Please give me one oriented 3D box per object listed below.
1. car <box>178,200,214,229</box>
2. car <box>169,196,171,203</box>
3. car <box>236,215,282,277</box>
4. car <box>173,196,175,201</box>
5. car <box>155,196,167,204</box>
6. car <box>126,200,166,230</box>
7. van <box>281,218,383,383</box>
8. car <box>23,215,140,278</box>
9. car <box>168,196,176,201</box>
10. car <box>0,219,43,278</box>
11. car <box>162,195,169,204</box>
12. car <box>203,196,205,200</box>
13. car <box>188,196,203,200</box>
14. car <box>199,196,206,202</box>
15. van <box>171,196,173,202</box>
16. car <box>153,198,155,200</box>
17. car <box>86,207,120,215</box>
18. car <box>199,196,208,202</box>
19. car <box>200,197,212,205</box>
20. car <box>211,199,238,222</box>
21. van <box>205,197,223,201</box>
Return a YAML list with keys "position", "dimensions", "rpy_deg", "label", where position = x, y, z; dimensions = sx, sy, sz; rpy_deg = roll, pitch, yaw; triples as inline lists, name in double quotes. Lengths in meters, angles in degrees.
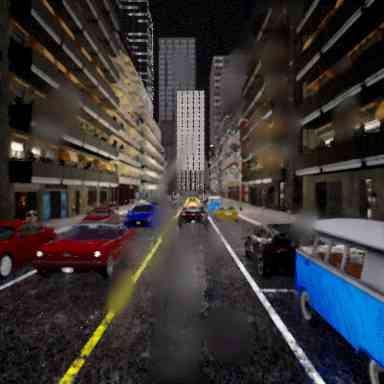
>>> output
- position: [0.087, 1.545, 22.014]
  dimensions: [2.128, 1.511, 4.902]
  rpy_deg: [0, 0, 0]
  label: "car"
- position: [-5.676, 1.713, 65.400]
  dimensions: [1.887, 1.381, 4.507]
  rpy_deg: [-1, 0, 0]
  label: "car"
- position: [2.687, 1.589, 10.150]
  dimensions: [1.947, 1.339, 4.313]
  rpy_deg: [0, 0, 0]
  label: "car"
- position: [-5.674, 1.640, 76.447]
  dimensions: [1.967, 1.590, 4.097]
  rpy_deg: [-1, 0, 0]
  label: "car"
- position: [-5.679, 1.703, 54.352]
  dimensions: [1.947, 1.339, 4.313]
  rpy_deg: [0, 0, 0]
  label: "car"
- position: [-3.059, 1.529, 21.658]
  dimensions: [1.882, 1.535, 5.008]
  rpy_deg: [0, 0, 1]
  label: "car"
- position: [2.683, 1.352, 4.627]
  dimensions: [1.690, 1.788, 3.998]
  rpy_deg: [0, 0, 0]
  label: "van"
- position: [-3.049, 1.625, 10.401]
  dimensions: [1.895, 1.301, 4.718]
  rpy_deg: [0, 0, 1]
  label: "car"
- position: [-5.667, 1.816, 93.017]
  dimensions: [1.947, 1.339, 4.313]
  rpy_deg: [-1, 0, 0]
  label: "car"
- position: [-5.694, 1.569, 10.165]
  dimensions: [1.887, 1.381, 4.507]
  rpy_deg: [0, 0, 0]
  label: "car"
- position: [-5.678, 1.697, 59.876]
  dimensions: [1.887, 1.381, 4.507]
  rpy_deg: [0, 0, 0]
  label: "car"
- position: [2.703, 1.703, 59.860]
  dimensions: [2.008, 1.369, 4.403]
  rpy_deg: [-1, 0, 0]
  label: "car"
- position: [0.115, 1.593, 46.339]
  dimensions: [1.882, 1.535, 5.008]
  rpy_deg: [0, 0, 0]
  label: "car"
- position: [2.712, 1.759, 87.648]
  dimensions: [1.752, 1.417, 4.829]
  rpy_deg: [-1, 0, 0]
  label: "car"
- position: [-5.676, 1.525, 70.924]
  dimensions: [1.690, 1.788, 3.998]
  rpy_deg: [-1, 0, 0]
  label: "van"
- position: [-5.686, 1.617, 37.613]
  dimensions: [1.752, 1.417, 4.829]
  rpy_deg: [0, 0, 0]
  label: "car"
- position: [-5.690, 1.632, 21.212]
  dimensions: [1.802, 1.307, 4.206]
  rpy_deg: [0, 0, 0]
  label: "car"
- position: [2.710, 1.767, 81.954]
  dimensions: [2.008, 1.369, 4.403]
  rpy_deg: [-1, 0, 0]
  label: "car"
- position: [2.705, 1.719, 65.383]
  dimensions: [2.008, 1.369, 4.403]
  rpy_deg: [-1, 0, 0]
  label: "car"
- position: [2.692, 1.589, 26.890]
  dimensions: [1.752, 1.417, 4.829]
  rpy_deg: [-1, 0, 0]
  label: "car"
- position: [2.694, 1.433, 37.768]
  dimensions: [1.690, 1.788, 3.998]
  rpy_deg: [-1, 0, 0]
  label: "van"
